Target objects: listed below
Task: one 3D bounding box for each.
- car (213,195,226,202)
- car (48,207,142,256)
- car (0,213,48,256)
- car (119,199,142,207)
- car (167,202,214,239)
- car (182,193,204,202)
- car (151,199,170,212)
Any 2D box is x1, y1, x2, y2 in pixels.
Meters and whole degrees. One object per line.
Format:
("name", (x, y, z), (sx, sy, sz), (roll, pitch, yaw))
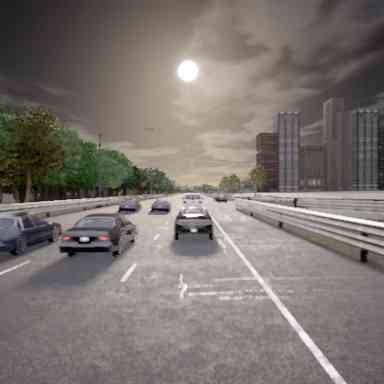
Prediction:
("car", (5.851, 1.406, 70.660), (2.163, 1.488, 4.792), (0, 0, -8))
("car", (-3.407, 1.540, 13.053), (2.033, 1.411, 5.357), (0, 0, 0))
("car", (-6.907, 1.539, 13.014), (2.033, 1.411, 5.357), (0, 0, 0))
("car", (-6.921, 1.508, 37.489), (1.994, 1.385, 4.181), (0, 0, 0))
("car", (0.088, 1.478, 17.157), (2.128, 1.511, 4.902), (0, 0, 0))
("car", (0.079, 1.169, 36.064), (2.150, 2.045, 5.566), (0, 0, 0))
("car", (-3.422, 1.508, 37.396), (1.994, 1.385, 4.181), (0, 0, 0))
